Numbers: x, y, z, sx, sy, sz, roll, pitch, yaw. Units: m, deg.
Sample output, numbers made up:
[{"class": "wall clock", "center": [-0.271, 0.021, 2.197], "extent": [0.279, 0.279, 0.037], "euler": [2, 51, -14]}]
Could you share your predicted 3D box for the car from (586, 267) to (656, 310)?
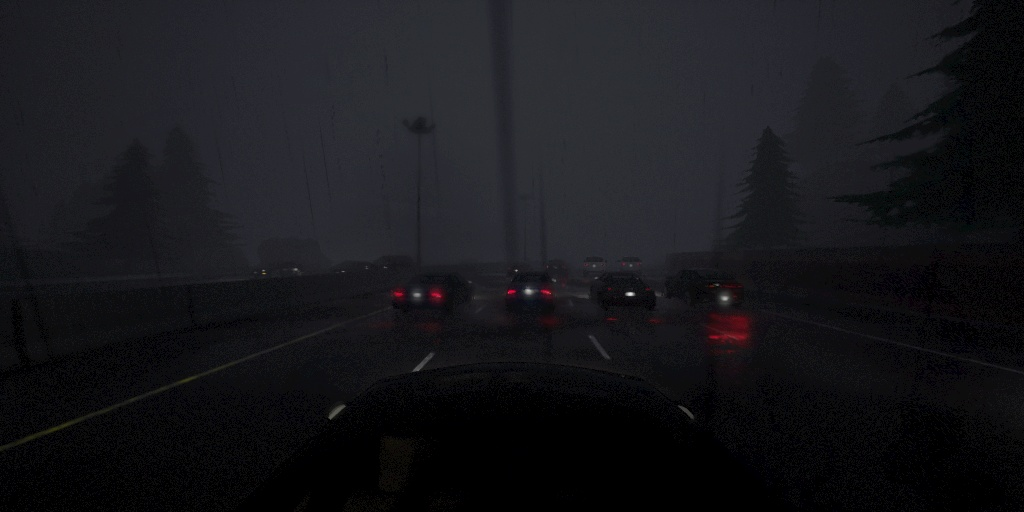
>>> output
[{"class": "car", "center": [4.412, 1.328, 14.772], "extent": [1.994, 1.385, 4.181], "euler": [0, 0, 6]}]

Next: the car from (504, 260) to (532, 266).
[{"class": "car", "center": [0.868, 1.318, 34.880], "extent": [1.994, 1.385, 4.181], "euler": [0, 0, 14]}]

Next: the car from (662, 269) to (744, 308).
[{"class": "car", "center": [7.996, 1.280, 15.421], "extent": [1.837, 1.490, 4.892], "euler": [0, 0, 6]}]

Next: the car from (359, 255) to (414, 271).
[{"class": "car", "center": [-10.786, 0.942, 32.004], "extent": [2.150, 2.045, 5.566], "euler": [0, 0, 12]}]

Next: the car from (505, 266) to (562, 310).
[{"class": "car", "center": [0.847, 1.301, 14.819], "extent": [2.033, 1.411, 5.357], "euler": [0, 0, 6]}]

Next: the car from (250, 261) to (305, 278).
[{"class": "car", "center": [-21.301, 1.192, 32.808], "extent": [1.837, 1.490, 4.892], "euler": [0, 0, 12]}]

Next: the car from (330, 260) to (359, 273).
[{"class": "car", "center": [-14.234, 1.213, 32.490], "extent": [1.837, 1.490, 4.892], "euler": [0, 0, 12]}]

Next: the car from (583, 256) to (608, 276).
[{"class": "car", "center": [8.541, 0.999, 36.765], "extent": [2.150, 2.045, 5.566], "euler": [0, 0, 15]}]

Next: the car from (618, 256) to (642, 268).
[{"class": "car", "center": [12.626, 1.011, 38.326], "extent": [2.150, 2.045, 5.566], "euler": [0, 0, 16]}]

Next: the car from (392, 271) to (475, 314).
[{"class": "car", "center": [-2.767, 1.290, 13.819], "extent": [2.033, 1.411, 5.357], "euler": [0, 0, 5]}]

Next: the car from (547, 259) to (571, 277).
[{"class": "car", "center": [4.611, 1.117, 35.431], "extent": [2.097, 1.767, 4.553], "euler": [0, 0, 14]}]
